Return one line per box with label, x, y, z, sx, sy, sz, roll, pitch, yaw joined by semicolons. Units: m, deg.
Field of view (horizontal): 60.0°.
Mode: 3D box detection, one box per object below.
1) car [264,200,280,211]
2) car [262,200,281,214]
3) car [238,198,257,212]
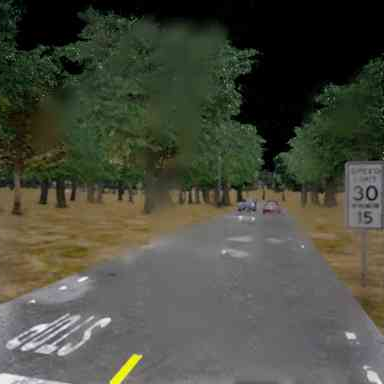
car;11.543;1.866;47.997;2.033;1.411;5.357;0;-1;14
car;9.179;1.767;38.318;1.994;1.385;4.181;0;-1;14
car;7.236;1.598;43.083;2.097;1.767;4.553;0;-1;14
